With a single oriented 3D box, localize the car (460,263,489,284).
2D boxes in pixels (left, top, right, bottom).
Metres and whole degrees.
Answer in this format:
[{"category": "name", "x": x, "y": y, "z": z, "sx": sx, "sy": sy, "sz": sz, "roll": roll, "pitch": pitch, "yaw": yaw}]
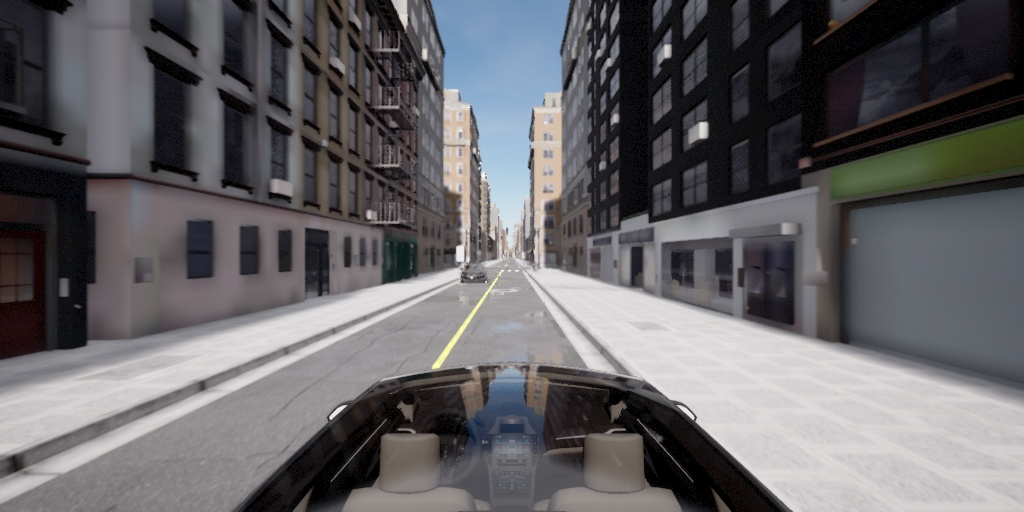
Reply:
[{"category": "car", "x": -2.855, "y": 1.320, "z": 27.821, "sx": 1.837, "sy": 1.490, "sz": 4.892, "roll": 0, "pitch": 0, "yaw": 0}]
